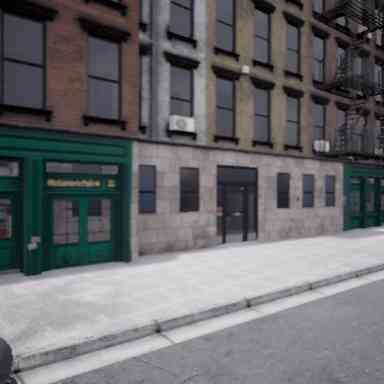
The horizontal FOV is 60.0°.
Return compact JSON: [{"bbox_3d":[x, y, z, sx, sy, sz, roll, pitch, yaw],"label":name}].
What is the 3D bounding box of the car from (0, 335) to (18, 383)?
[{"bbox_3d":[-3.250,1.504,1.050,4.892,1.490,1.837,0,0,-35],"label":"car"}]
